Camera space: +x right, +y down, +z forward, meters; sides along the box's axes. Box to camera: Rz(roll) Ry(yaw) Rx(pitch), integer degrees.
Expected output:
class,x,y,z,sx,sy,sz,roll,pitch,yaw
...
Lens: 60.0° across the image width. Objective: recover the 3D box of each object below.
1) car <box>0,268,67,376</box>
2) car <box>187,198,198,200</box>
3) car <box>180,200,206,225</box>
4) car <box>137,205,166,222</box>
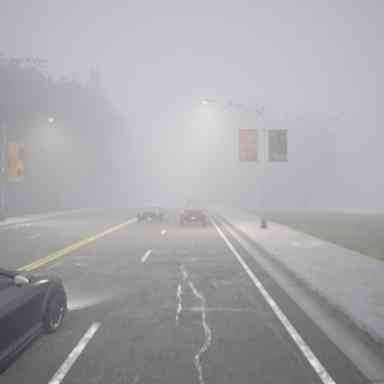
class,x,y,z,sx,sy,sz,roll,pitch,yaw
car,-3.152,1.570,4.099,1.994,1.385,4.181,0,0,0
car,0.083,1.577,41.820,2.097,1.767,4.553,0,-1,0
car,0.088,1.599,24.647,1.812,1.442,4.674,0,0,0
car,-3.161,1.688,26.875,1.895,1.301,4.718,0,0,0
